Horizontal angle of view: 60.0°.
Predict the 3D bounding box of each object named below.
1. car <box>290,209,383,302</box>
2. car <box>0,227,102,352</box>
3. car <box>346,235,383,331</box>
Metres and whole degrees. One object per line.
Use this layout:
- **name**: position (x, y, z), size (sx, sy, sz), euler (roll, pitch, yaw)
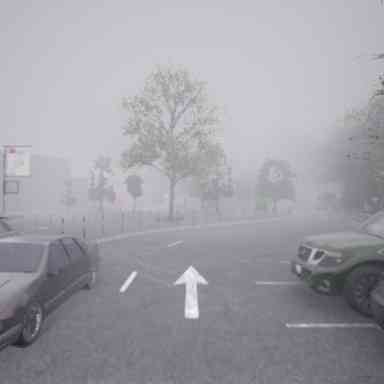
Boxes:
- **car**: position (5.044, 1.296, 7.148), size (5.566, 2.045, 2.435), euler (0, -1, 0)
- **car**: position (-3.292, 1.609, 6.679), size (2.033, 1.411, 5.357), euler (0, -1, 0)
- **car**: position (5.078, 1.519, 4.476), size (4.892, 1.521, 2.231), euler (0, -1, 0)
